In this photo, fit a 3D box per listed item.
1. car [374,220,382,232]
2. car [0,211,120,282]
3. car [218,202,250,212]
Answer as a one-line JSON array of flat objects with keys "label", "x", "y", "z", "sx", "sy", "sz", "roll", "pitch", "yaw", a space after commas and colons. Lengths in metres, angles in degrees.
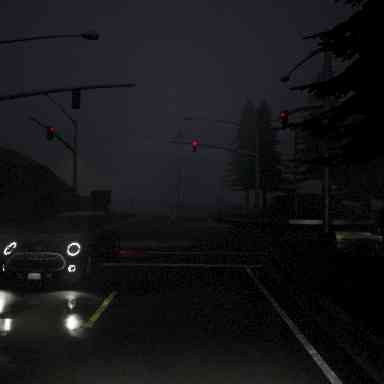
[{"label": "car", "x": 14.211, "y": 1.864, "z": 21.256, "sx": 4.553, "sy": 1.767, "sz": 2.097, "roll": 0, "pitch": -1, "yaw": 0}, {"label": "car", "x": -3.677, "y": 1.427, "z": 10.110, "sx": 2.097, "sy": 1.767, "sz": 4.553, "roll": 0, "pitch": -1, "yaw": 1}, {"label": "car", "x": 6.563, "y": 2.293, "z": 51.561, "sx": 4.902, "sy": 1.511, "sz": 2.128, "roll": 0, "pitch": -1, "yaw": -4}]
